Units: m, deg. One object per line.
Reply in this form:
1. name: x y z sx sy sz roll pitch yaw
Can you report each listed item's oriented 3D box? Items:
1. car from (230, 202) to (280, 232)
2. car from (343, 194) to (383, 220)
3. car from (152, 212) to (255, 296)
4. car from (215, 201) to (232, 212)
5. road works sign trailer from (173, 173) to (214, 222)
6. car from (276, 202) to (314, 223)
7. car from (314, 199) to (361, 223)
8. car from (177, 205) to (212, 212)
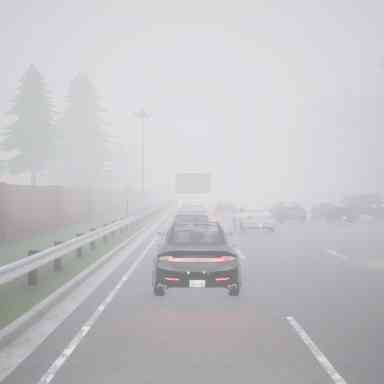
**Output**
1. car: 3.595 1.525 19.781 1.812 1.442 4.674 0 0 0
2. car: 14.094 1.220 28.398 2.150 2.045 5.566 0 0 0
3. car: 0.098 1.491 8.621 2.128 1.511 4.902 0 0 0
4. car: 3.590 1.601 36.400 1.895 1.301 4.718 0 0 0
5. road works sign trailer: 0.064 0.464 22.971 2.380 3.560 2.880 0 0 -2
6. car: 7.094 1.493 25.189 2.128 1.511 4.902 0 0 0
7. car: 10.593 1.506 25.507 1.837 1.490 4.892 0 0 0
8. car: 0.088 1.474 19.051 1.882 1.535 5.008 0 0 4
